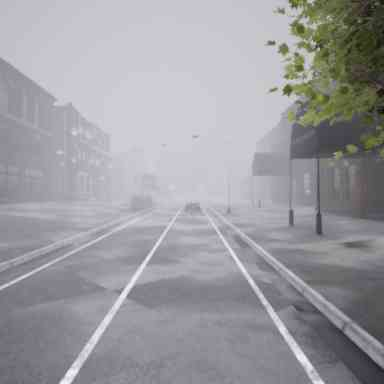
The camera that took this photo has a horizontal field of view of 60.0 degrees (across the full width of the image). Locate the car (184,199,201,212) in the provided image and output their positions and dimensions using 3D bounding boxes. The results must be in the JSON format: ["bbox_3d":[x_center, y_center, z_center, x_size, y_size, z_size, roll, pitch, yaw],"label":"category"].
[{"bbox_3d":[0.088,1.596,40.006,1.812,1.442,4.674,0,0,0],"label":"car"}]
